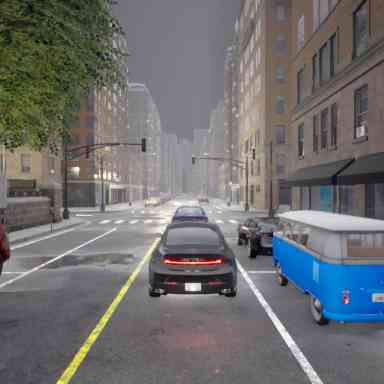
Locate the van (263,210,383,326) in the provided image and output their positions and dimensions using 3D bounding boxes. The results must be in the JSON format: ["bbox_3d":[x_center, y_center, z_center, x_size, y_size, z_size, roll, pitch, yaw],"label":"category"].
[{"bbox_3d":[2.810,1.340,6.813,1.690,1.788,3.998,0,0,0],"label":"van"}]

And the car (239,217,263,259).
[{"bbox_3d":[2.768,1.563,12.473,1.947,1.339,4.313,0,0,0],"label":"car"}]

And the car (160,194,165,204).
[{"bbox_3d":[-6.084,1.521,55.846,2.008,1.369,4.403,0,0,0],"label":"car"}]

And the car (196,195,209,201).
[{"bbox_3d":[2.357,1.410,66.848,1.967,1.590,4.097,0,0,0],"label":"car"}]

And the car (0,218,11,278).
[{"bbox_3d":[-5.715,1.314,6.709,2.192,1.841,5.009,0,0,0],"label":"car"}]

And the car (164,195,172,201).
[{"bbox_3d":[-6.329,1.503,88.381,1.752,1.417,4.829,0,0,0],"label":"car"}]

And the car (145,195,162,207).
[{"bbox_3d":[-6.042,1.498,50.226,1.752,1.417,4.829,0,0,0],"label":"car"}]

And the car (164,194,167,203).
[{"bbox_3d":[-6.125,1.514,61.298,1.887,1.381,4.507,0,0,0],"label":"car"}]

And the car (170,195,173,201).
[{"bbox_3d":[-6.248,1.523,77.649,2.008,1.369,4.403,0,0,0],"label":"car"}]

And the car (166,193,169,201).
[{"bbox_3d":[-6.166,1.514,66.748,1.887,1.381,4.507,0,0,0],"label":"car"}]

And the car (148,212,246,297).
[{"bbox_3d":[0.011,1.503,8.556,1.837,1.490,4.892,0,0,0],"label":"car"}]

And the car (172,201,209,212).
[{"bbox_3d":[-0.098,1.472,18.051,1.882,1.535,5.008,0,0,0],"label":"car"}]

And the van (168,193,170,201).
[{"bbox_3d":[-6.208,1.312,72.199,1.690,1.788,3.998,0,0,0],"label":"van"}]
